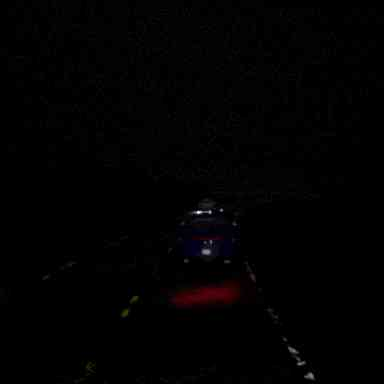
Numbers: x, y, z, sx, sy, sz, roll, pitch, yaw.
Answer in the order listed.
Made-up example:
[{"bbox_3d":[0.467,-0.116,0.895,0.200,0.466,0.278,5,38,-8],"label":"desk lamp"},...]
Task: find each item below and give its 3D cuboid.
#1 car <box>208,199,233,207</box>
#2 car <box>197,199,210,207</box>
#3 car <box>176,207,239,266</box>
[{"bbox_3d":[3.040,1.647,32.451,1.994,1.385,4.181,0,0,10],"label":"car"},{"bbox_3d":[1.867,1.606,41.800,1.812,1.442,4.674,1,0,12],"label":"car"},{"bbox_3d":[0.581,1.517,11.784,1.882,1.535,5.008,0,0,4],"label":"car"}]
